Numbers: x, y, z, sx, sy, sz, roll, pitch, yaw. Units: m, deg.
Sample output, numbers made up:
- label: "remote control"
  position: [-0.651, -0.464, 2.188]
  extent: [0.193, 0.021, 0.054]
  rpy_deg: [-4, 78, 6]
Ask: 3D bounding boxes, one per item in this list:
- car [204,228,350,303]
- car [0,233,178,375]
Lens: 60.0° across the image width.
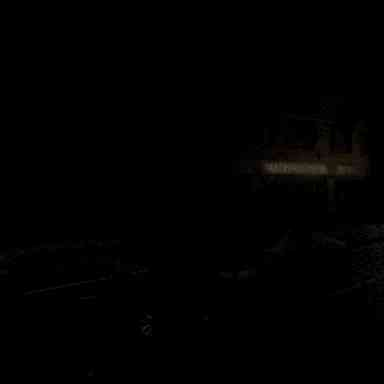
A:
- label: "car"
  position: [2.222, 1.587, 8.134]
  extent: [4.206, 1.307, 1.802]
  rpy_deg: [-1, -1, -36]
- label: "car"
  position: [-2.315, 1.504, 4.873]
  extent: [4.097, 1.590, 1.967]
  rpy_deg: [-1, -1, -36]
